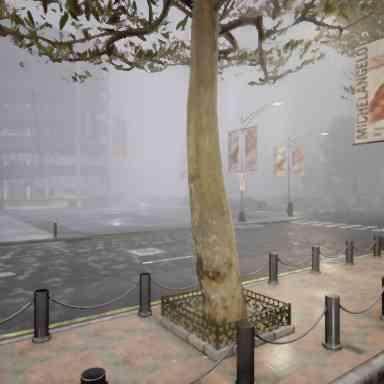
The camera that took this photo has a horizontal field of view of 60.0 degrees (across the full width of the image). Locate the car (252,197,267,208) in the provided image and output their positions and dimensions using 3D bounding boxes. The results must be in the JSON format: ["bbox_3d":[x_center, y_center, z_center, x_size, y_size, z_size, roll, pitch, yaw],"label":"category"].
[{"bbox_3d":[8.932,1.477,49.510,1.882,1.535,5.008,0,0,-37],"label":"car"}]

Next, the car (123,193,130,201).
[{"bbox_3d":[-17.935,1.165,81.196,5.566,2.045,2.150,0,0,11],"label":"car"}]

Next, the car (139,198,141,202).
[{"bbox_3d":[-9.589,1.524,74.201,4.674,1.442,1.812,0,0,26],"label":"car"}]

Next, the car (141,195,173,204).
[{"bbox_3d":[-6.685,1.547,63.376,5.357,1.411,2.033,0,0,41],"label":"car"}]

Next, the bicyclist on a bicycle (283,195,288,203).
[{"bbox_3d":[17.527,1.300,62.337,1.656,1.620,0.582,0,0,-36],"label":"bicyclist on a bicycle"}]

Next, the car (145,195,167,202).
[{"bbox_3d":[-8.377,1.525,77.501,4.902,1.511,2.128,0,0,26],"label":"car"}]

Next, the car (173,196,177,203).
[{"bbox_3d":[-3.275,1.491,64.969,4.902,1.511,2.128,0,0,44],"label":"car"}]

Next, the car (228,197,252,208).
[{"bbox_3d":[5.626,1.547,48.119,2.033,1.411,5.357,0,0,-36],"label":"car"}]

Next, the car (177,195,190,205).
[{"bbox_3d":[0.140,1.352,55.523,2.097,1.767,4.553,0,0,-38],"label":"car"}]

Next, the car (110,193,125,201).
[{"bbox_3d":[-18.867,1.545,77.822,4.718,1.301,1.895,0,0,11],"label":"car"}]
